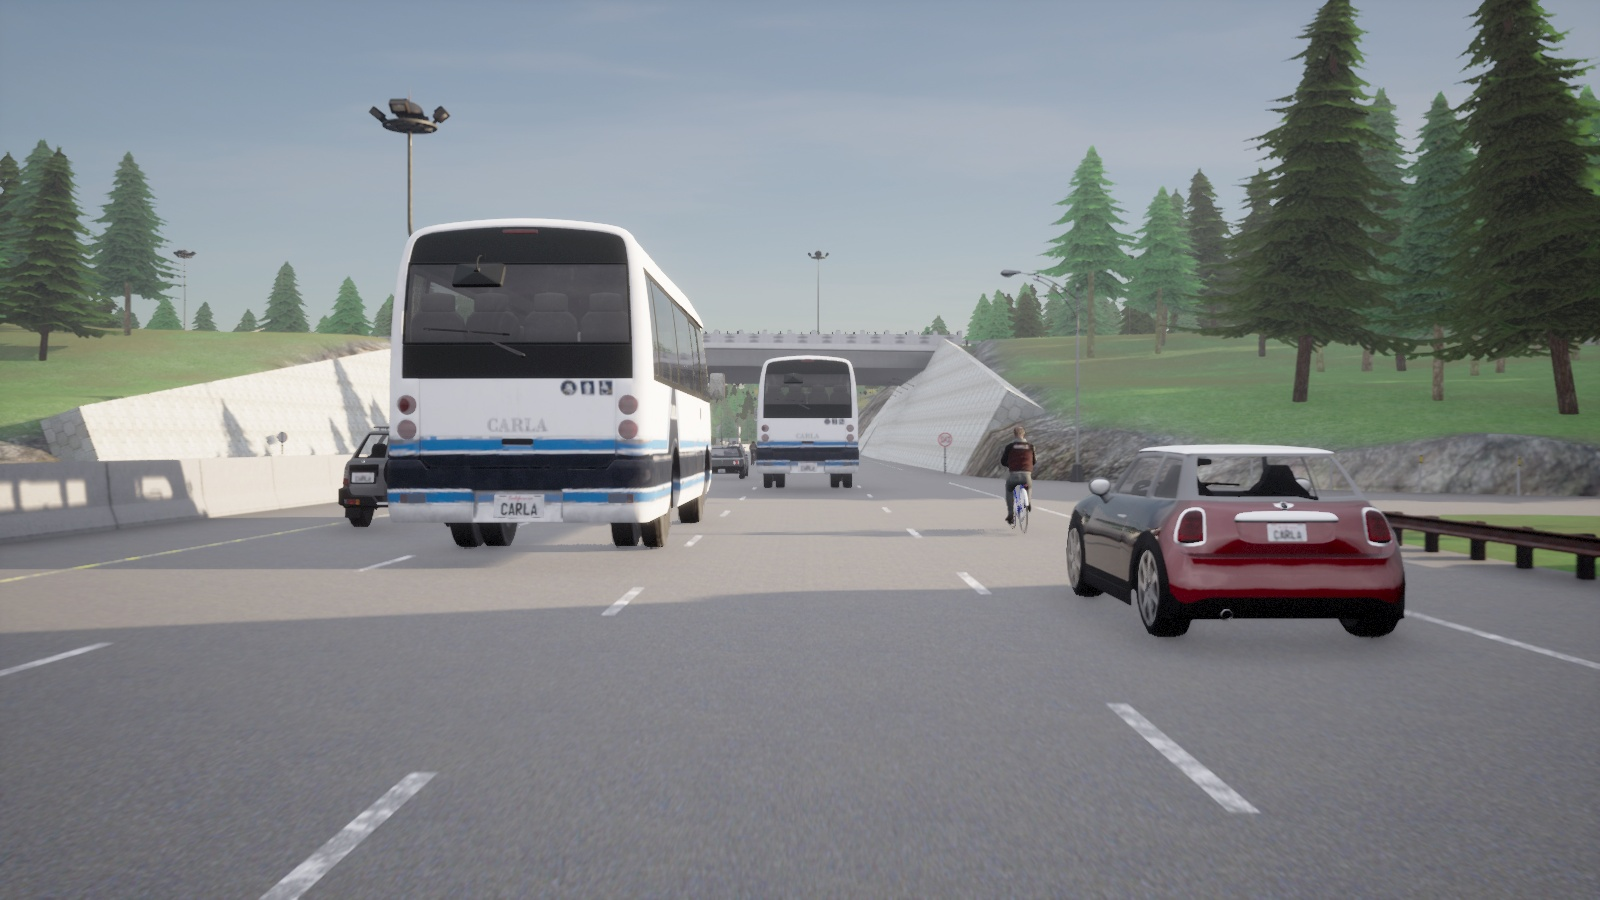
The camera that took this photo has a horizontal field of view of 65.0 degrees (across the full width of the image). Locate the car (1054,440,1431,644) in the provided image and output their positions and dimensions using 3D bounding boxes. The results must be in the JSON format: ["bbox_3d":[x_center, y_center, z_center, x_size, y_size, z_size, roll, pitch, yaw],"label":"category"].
[{"bbox_3d":[3.575,0.653,10.965,1.970,1.475,3.806,0,0,0],"label":"car"}]

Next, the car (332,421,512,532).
[{"bbox_3d":[-6.852,0.426,23.327,1.932,1.855,4.605,0,0,0],"label":"car"}]

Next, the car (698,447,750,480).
[{"bbox_3d":[-3.180,0.543,53.498,1.895,1.301,4.718,0,0,0],"label":"car"}]

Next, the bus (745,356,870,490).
[{"bbox_3d":[0.271,-0.882,44.804,3.944,4.253,10.273,0,0,0],"label":"bus"}]

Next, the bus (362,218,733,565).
[{"bbox_3d":[-3.367,-0.748,20.524,3.944,4.253,10.273,0,0,0],"label":"bus"}]

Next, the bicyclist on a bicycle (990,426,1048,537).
[{"bbox_3d":[3.635,0.502,20.998,0.659,1.776,1.843,0,1,0],"label":"bicyclist on a bicycle"}]
